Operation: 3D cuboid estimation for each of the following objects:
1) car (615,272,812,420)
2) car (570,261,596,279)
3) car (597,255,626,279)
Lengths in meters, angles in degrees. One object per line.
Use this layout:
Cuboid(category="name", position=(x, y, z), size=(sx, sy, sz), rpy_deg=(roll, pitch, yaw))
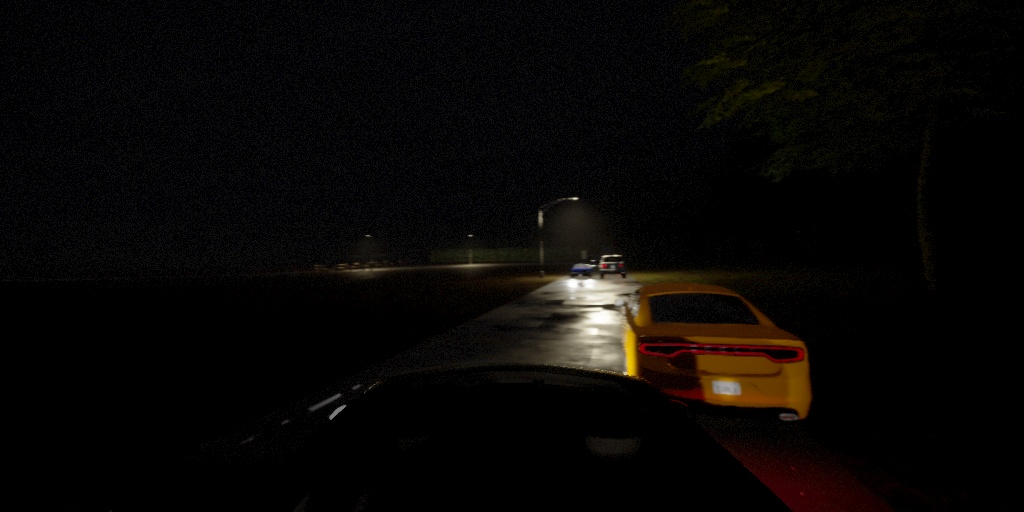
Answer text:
Cuboid(category="car", position=(2.823, 1.190, 6.029), size=(1.882, 1.535, 5.008), rpy_deg=(-2, -1, 15))
Cuboid(category="car", position=(6.683, 1.417, 34.237), size=(1.895, 1.301, 4.718), rpy_deg=(-2, 0, 15))
Cuboid(category="car", position=(9.224, 0.961, 32.872), size=(2.150, 2.045, 5.566), rpy_deg=(-2, 0, 16))
